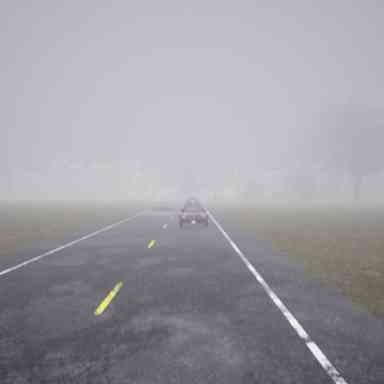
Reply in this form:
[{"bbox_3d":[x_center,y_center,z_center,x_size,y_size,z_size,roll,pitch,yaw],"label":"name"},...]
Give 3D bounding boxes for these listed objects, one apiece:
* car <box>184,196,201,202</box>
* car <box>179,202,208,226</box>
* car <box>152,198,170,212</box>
[{"bbox_3d":[0.108,1.324,41.760,2.097,1.767,4.553,0,0,0],"label":"car"},{"bbox_3d":[0.106,1.585,23.128,1.895,1.301,4.718,0,0,0],"label":"car"},{"bbox_3d":[-3.581,1.500,39.318,1.812,1.442,4.674,0,0,0],"label":"car"}]
